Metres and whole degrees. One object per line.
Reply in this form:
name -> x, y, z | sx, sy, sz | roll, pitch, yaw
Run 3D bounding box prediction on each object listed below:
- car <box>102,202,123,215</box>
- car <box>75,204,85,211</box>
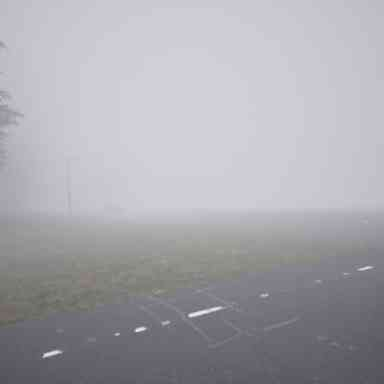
car -> -13.827, 2.801, 57.290 | 2.150, 2.045, 5.566 | -3, 0, -34
car -> -27.459, 3.786, 81.569 | 1.837, 1.490, 4.892 | -2, 0, -28
